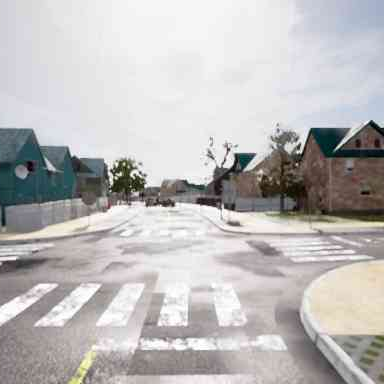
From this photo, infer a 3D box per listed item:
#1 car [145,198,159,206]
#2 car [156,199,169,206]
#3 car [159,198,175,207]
[{"bbox_3d":[-7.456,1.857,60.374,1.812,1.442,4.674,0,-1,-10],"label":"car"},{"bbox_3d":[-5.959,2.011,66.664,1.895,1.301,4.718,0,-1,-13],"label":"car"},{"bbox_3d":[-3.981,1.796,56.738,1.837,1.490,4.892,0,-1,-10],"label":"car"}]
